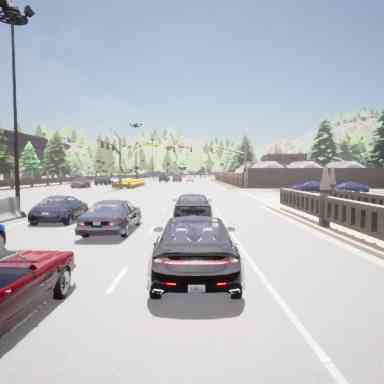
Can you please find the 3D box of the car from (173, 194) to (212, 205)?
[{"bbox_3d":[0.025,0.815,17.455,1.882,1.535,5.008,0,3,-1],"label":"car"}]

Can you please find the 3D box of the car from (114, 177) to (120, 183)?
[{"bbox_3d":[-17.886,-2.697,76.962,1.812,1.442,4.674,0,3,0],"label":"car"}]

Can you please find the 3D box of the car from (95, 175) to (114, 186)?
[{"bbox_3d":[-17.833,-2.397,66.877,2.150,2.045,5.566,0,3,0],"label":"car"}]

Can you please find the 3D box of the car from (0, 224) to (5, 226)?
[{"bbox_3d":[-6.937,1.283,8.822,1.882,1.535,5.008,0,2,0],"label":"car"}]

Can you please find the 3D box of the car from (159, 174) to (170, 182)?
[{"bbox_3d":[-7.438,-3.611,86.977,2.150,2.045,5.566,0,3,0],"label":"car"}]

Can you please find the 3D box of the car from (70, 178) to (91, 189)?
[{"bbox_3d":[-17.847,-1.448,53.217,2.097,1.767,4.553,0,3,0],"label":"car"}]

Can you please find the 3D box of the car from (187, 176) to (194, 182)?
[{"bbox_3d":[-0.451,-3.458,89.668,1.812,1.442,4.674,0,3,0],"label":"car"}]

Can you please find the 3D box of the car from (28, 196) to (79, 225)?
[{"bbox_3d":[-6.980,0.879,17.794,1.994,1.385,4.181,0,3,0],"label":"car"}]

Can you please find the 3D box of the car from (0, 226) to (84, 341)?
[{"bbox_3d":[-3.421,1.528,5.101,1.895,1.301,4.718,0,1,0],"label":"car"}]

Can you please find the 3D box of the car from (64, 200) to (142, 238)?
[{"bbox_3d":[-3.466,1.050,14.616,2.033,1.411,5.357,0,3,0],"label":"car"}]

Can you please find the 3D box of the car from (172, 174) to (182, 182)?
[{"bbox_3d":[-3.938,-3.612,86.995,2.150,2.045,5.566,0,3,0],"label":"car"}]

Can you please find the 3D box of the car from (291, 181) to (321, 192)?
[{"bbox_3d":[15.001,-0.617,42.227,4.674,1.442,1.812,0,3,2],"label":"car"}]

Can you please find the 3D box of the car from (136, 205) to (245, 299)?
[{"bbox_3d":[0.067,1.327,8.034,2.128,1.511,4.902,0,2,0],"label":"car"}]

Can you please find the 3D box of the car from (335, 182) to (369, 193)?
[{"bbox_3d":[18.038,-0.402,38.634,4.674,1.442,1.812,0,3,2],"label":"car"}]
